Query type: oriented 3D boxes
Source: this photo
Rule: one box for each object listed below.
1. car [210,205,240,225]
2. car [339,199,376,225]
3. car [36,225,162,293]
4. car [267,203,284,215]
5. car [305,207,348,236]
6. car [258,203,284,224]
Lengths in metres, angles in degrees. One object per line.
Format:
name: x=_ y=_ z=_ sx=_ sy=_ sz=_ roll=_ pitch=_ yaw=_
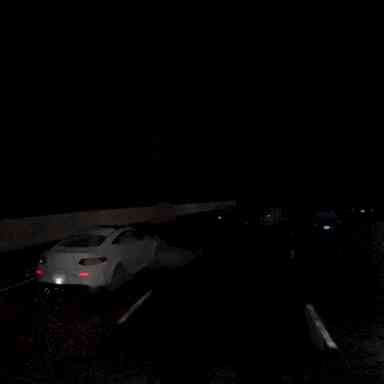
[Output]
car: x=2.815 y=1.840 z=27.713 sx=1.882 sy=1.535 sz=5.008 roll=0 pitch=-1 yaw=16
car: x=13.842 y=1.614 z=28.060 sx=2.150 sy=2.045 sz=5.566 roll=0 pitch=-1 yaw=16
car: x=-2.279 y=1.640 z=9.204 sx=1.812 sy=1.442 sz=4.674 roll=0 pitch=-1 yaw=12
car: x=10.621 y=2.128 z=42.128 sx=1.994 sy=1.385 sz=4.181 roll=0 pitch=-1 yaw=16
car: x=8.049 y=1.808 z=20.503 sx=1.812 sy=1.442 sz=4.674 roll=0 pitch=-1 yaw=16
car: x=6.766 y=1.948 z=28.734 sx=1.994 sy=1.385 sz=4.181 roll=0 pitch=-1 yaw=16
